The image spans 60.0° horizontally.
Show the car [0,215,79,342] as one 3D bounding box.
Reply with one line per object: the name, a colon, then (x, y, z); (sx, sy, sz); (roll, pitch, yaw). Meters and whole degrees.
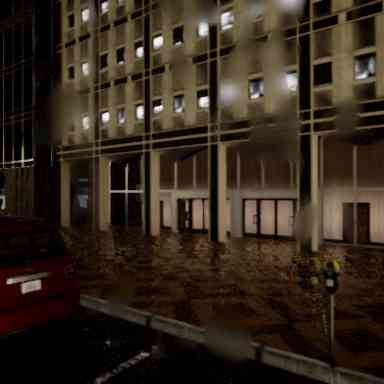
car: (-4.059, 1.327, 5.756); (5.009, 1.841, 2.192); (0, 0, 35)
